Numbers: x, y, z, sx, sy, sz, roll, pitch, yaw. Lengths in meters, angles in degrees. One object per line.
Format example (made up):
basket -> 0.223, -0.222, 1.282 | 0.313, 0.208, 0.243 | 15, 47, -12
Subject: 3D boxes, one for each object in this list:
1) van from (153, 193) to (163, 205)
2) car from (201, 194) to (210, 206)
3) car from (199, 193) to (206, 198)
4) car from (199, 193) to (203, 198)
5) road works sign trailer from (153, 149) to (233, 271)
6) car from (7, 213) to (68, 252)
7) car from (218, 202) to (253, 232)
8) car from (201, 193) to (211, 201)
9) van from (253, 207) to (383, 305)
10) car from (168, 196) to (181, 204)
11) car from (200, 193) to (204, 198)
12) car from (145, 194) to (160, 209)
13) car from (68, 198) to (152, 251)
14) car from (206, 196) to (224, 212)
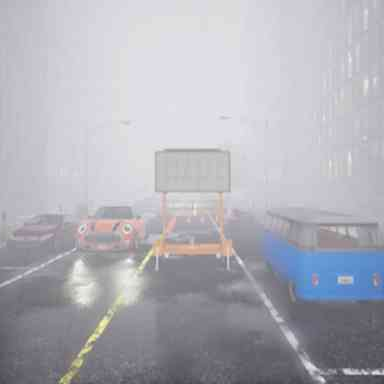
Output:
van -> -5.581, 1.076, 53.256 | 1.690, 1.788, 3.998 | 0, 0, 0
car -> 2.788, 1.319, 47.544 | 2.008, 1.369, 4.403 | 0, 0, 0
car -> 2.881, 1.022, 93.083 | 1.887, 1.381, 4.507 | 0, 0, 0
car -> 2.823, 1.105, 64.621 | 1.967, 1.590, 4.097 | 0, 0, 0
road works sign trailer -> 0.022, 0.413, 10.717 | 2.380, 3.560, 2.880 | 0, 0, 0
car -> -5.663, 1.518, 13.410 | 1.802, 1.307, 4.206 | 0, 0, 0
car -> 2.729, 1.491, 19.082 | 1.802, 1.307, 4.206 | 0, 0, 0
car -> 2.834, 1.069, 70.312 | 1.967, 1.590, 4.097 | 0, 0, 0
van -> 2.706, 1.304, 7.697 | 1.690, 1.788, 3.998 | 0, 0, 0
car -> -2.963, 1.284, 55.769 | 1.994, 1.385, 4.181 | 0, 0, 0
car -> 2.799, 1.286, 53.236 | 2.008, 1.369, 4.403 | 0, 0, 0
car -> -5.605, 1.349, 41.872 | 2.008, 1.369, 4.403 | 0, 0, 0
car -> -3.072, 1.287, 13.613 | 2.097, 1.767, 4.553 | 0, 0, 0
car -> 2.764, 1.409, 36.159 | 1.802, 1.307, 4.206 | 0, 0, 0
